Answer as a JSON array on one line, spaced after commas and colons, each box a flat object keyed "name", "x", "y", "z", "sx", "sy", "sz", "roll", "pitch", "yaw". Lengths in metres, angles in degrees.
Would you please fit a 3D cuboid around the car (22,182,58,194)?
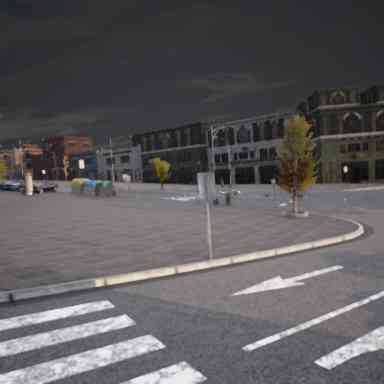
[{"name": "car", "x": -21.927, "y": -0.619, "z": 49.175, "sx": 2.163, "sy": 1.488, "sz": 4.792, "roll": 1, "pitch": 6, "yaw": 17}]

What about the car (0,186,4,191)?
[{"name": "car", "x": -29.085, "y": -1.034, "z": 54.404, "sx": 2.097, "sy": 1.535, "sz": 5.008, "roll": 1, "pitch": 6, "yaw": 16}]

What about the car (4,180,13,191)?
[{"name": "car", "x": -26.687, "y": -0.870, "z": 52.694, "sx": 2.002, "sy": 1.452, "sz": 4.674, "roll": 0, "pitch": 6, "yaw": 16}]

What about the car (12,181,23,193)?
[{"name": "car", "x": -24.288, "y": -0.783, "z": 50.963, "sx": 2.231, "sy": 1.521, "sz": 4.892, "roll": 1, "pitch": 6, "yaw": 17}]

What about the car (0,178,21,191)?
[{"name": "car", "x": -31.521, "y": -1.275, "z": 56.045, "sx": 2.185, "sy": 1.767, "sz": 4.553, "roll": 0, "pitch": 6, "yaw": 15}]
